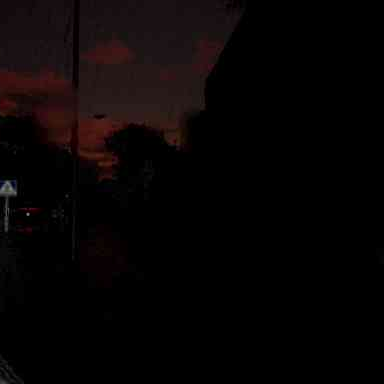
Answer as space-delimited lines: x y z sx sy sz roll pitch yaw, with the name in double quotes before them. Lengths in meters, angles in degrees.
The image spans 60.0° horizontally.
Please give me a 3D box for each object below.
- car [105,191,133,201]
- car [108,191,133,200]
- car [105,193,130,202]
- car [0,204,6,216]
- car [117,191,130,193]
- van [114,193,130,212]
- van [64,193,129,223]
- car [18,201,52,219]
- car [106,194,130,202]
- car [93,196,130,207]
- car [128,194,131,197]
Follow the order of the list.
"car" -16.193 0.962 73.505 5.566 2.045 2.435 2 1 -30
"car" -17.747 0.889 82.387 5.566 2.045 2.435 2 0 -30
"car" -15.129 1.141 67.627 4.553 1.767 2.185 2 1 -30
"car" -17.734 1.535 28.841 1.994 1.385 4.181 1 0 -11
"car" -14.614 1.169 64.671 4.553 1.767 2.185 2 1 -30
"van" -8.187 1.355 29.273 4.442 1.987 1.878 2 -1 -31
"van" -7.637 1.346 26.323 4.442 1.987 1.878 2 -1 -31
"car" -13.588 1.529 29.053 1.837 1.490 4.892 1 0 -10
"car" -15.681 1.279 70.574 4.674 1.452 2.002 2 0 -30
"car" -12.036 1.443 49.883 4.892 1.521 2.231 1 1 -30
"car" -11.149 1.496 43.880 5.366 1.575 1.946 2 1 -30
